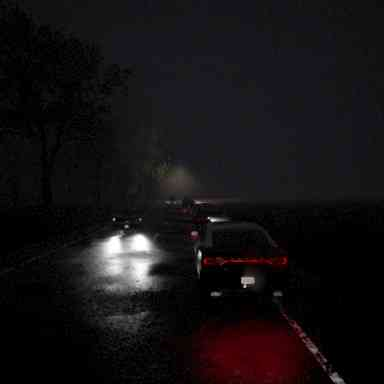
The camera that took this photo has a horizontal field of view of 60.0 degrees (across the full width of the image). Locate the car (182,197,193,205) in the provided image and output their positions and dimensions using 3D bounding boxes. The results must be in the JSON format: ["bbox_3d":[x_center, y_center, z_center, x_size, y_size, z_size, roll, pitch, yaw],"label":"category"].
[{"bbox_3d":[-0.807,1.613,61.882,1.994,1.385,4.181,0,0,-1],"label":"car"}]

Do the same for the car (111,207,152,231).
[{"bbox_3d":[-3.634,1.607,20.642,1.895,1.301,4.718,0,0,-1],"label":"car"}]

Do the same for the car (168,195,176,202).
[{"bbox_3d":[-4.794,1.556,79.086,1.882,1.535,5.008,0,0,-2],"label":"car"}]

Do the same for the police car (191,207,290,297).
[{"bbox_3d":[1.017,1.426,8.718,1.930,1.638,5.238,0,0,0],"label":"police car"}]

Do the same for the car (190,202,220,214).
[{"bbox_3d":[0.945,1.511,18.618,1.837,1.490,4.892,0,0,-1],"label":"car"}]

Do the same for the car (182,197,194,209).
[{"bbox_3d":[-0.468,1.631,46.916,1.895,1.301,4.718,0,0,-1],"label":"car"}]

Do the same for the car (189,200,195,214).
[{"bbox_3d":[0.886,1.535,24.623,1.812,1.442,4.674,0,0,-1],"label":"car"}]
